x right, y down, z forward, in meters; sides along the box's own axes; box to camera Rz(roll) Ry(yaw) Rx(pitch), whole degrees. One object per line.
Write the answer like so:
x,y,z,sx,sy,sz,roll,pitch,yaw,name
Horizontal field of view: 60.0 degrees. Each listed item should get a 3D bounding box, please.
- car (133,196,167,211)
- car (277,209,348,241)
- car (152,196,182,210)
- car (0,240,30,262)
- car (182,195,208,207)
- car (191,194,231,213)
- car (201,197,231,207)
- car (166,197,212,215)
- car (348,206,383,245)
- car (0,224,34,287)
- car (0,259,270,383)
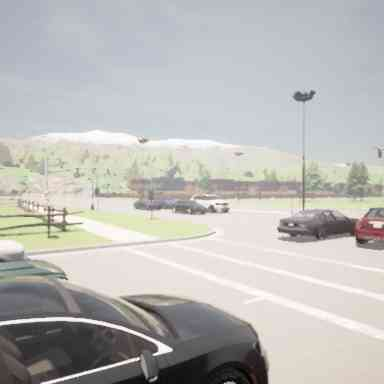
-5.788,1.606,42.887,2.033,1.411,5.357,0,0,-35,car
6.702,1.592,17.121,5.357,1.411,2.033,0,0,-35,car
-3.498,1.421,45.729,2.097,1.767,4.553,0,0,-35,car
-4.300,1.599,4.978,4.718,1.301,1.895,0,0,-35,car
0.428,1.444,54.370,2.097,1.767,4.553,0,0,-35,car
2.016,1.290,37.866,2.150,2.045,5.566,0,0,-35,car
3.879,1.649,55.545,2.033,1.411,5.357,0,0,-35,car
-0.381,1.563,35.181,1.837,1.490,4.892,0,0,-35,car
9.190,1.396,14.595,4.553,1.767,2.097,0,0,-35,car
-6.439,1.599,7.752,4.718,1.301,1.895,0,0,-35,car
-1.451,1.506,2.711,4.892,1.490,1.837,0,0,-35,car
